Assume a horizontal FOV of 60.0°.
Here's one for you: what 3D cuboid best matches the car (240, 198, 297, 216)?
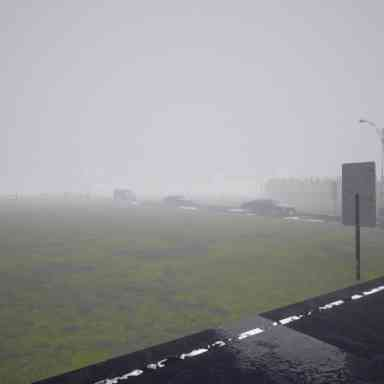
[{"bbox_3d":[6.665,1.288,29.641,2.033,1.411,5.357,-1,1,-36],"label":"car"}]

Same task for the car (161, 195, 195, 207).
[{"bbox_3d":[-1.817,1.069,41.512,2.033,1.411,5.357,-1,1,-35],"label":"car"}]

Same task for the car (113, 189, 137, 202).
[{"bbox_3d":[-11.115,0.490,54.663,2.150,2.045,5.566,-1,1,-35],"label":"car"}]
